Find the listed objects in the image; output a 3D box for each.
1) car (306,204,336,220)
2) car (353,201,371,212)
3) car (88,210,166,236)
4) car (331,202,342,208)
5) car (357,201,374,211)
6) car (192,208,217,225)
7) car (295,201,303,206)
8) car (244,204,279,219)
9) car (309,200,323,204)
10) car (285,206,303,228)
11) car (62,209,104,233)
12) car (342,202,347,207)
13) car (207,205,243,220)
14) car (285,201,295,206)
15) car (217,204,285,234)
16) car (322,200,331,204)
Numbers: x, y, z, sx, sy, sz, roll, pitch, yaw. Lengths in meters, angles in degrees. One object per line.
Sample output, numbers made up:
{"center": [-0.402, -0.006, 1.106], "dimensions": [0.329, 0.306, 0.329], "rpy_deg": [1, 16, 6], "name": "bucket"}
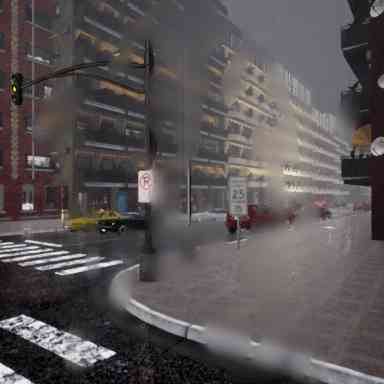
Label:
{"center": [13.804, 2.284, 35.914], "dimensions": [1.802, 1.307, 4.206], "rpy_deg": [-1, -2, 35], "name": "car"}
{"center": [30.050, 2.522, 59.112], "dimensions": [2.192, 1.841, 5.009], "rpy_deg": [-1, -2, 35], "name": "car"}
{"center": [-3.787, 1.911, 20.817], "dimensions": [1.895, 1.301, 4.718], "rpy_deg": [0, -1, 35], "name": "car"}
{"center": [32.931, 3.067, 77.762], "dimensions": [1.887, 1.381, 4.507], "rpy_deg": [-1, -2, 35], "name": "car"}
{"center": [33.300, 2.622, 63.751], "dimensions": [2.192, 1.841, 5.009], "rpy_deg": [-1, -2, 35], "name": "car"}
{"center": [1.962, 2.093, 29.022], "dimensions": [1.895, 1.301, 4.718], "rpy_deg": [0, -1, 35], "name": "car"}
{"center": [16.680, 2.340, 54.576], "dimensions": [2.192, 1.841, 5.009], "rpy_deg": [-1, -2, 35], "name": "car"}
{"center": [7.939, 2.171, 37.532], "dimensions": [2.128, 1.511, 4.902], "rpy_deg": [0, -1, 35], "name": "car"}
{"center": [23.182, 2.771, 63.847], "dimensions": [1.887, 1.381, 4.507], "rpy_deg": [-1, -2, 35], "name": "car"}
{"center": [7.304, 2.043, 26.638], "dimensions": [1.887, 1.381, 4.507], "rpy_deg": [-1, -2, 35], "name": "car"}
{"center": [-6.165, 1.834, 21.962], "dimensions": [1.752, 1.417, 4.829], "rpy_deg": [-1, -2, 35], "name": "car"}
{"center": [39.432, 3.282, 87.040], "dimensions": [1.947, 1.339, 4.313], "rpy_deg": [-1, -2, 35], "name": "car"}
{"center": [3.682, 2.164, 36.016], "dimensions": [1.887, 1.381, 4.507], "rpy_deg": [-1, -2, 35], "name": "car"}
{"center": [13.333, 2.446, 49.792], "dimensions": [1.752, 1.417, 4.829], "rpy_deg": [-1, -2, 35], "name": "car"}
{"center": [4.053, 1.711, 22.006], "dimensions": [2.192, 1.841, 5.009], "rpy_deg": [-1, -2, 35], "name": "car"}
{"center": [26.429, 2.640, 68.490], "dimensions": [2.192, 1.841, 5.009], "rpy_deg": [-1, -2, 35], "name": "car"}
